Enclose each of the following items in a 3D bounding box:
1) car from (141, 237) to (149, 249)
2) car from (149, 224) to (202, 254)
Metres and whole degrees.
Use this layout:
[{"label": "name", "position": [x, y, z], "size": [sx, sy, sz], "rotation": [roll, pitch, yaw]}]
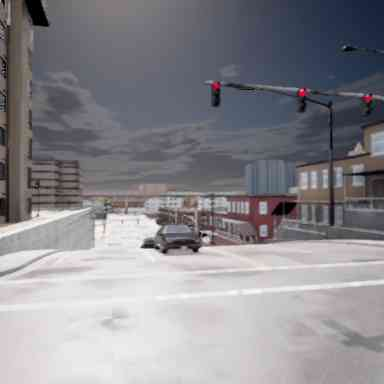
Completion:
[{"label": "car", "position": [-3.422, 4.644, 29.492], "size": [1.895, 1.301, 4.718], "rotation": [0, -14, -12]}, {"label": "car", "position": [-0.913, 2.451, 17.929], "size": [2.033, 1.411, 5.357], "rotation": [0, -6, -12]}]
